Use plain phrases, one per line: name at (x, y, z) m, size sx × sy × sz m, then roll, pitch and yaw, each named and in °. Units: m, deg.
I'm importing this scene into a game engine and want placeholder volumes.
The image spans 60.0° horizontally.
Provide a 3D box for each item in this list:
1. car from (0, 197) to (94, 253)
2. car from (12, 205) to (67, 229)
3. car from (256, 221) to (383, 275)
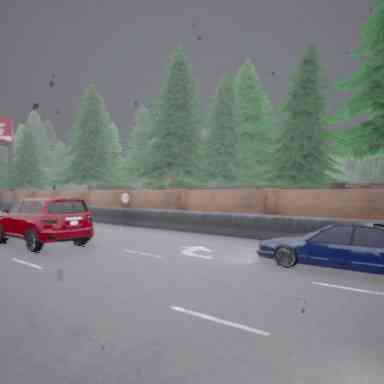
car at (-6.359, 1.231, 14.077) m, size 5.566 × 2.045 × 2.150 m, roll 0°, pitch 0°, yaw 42°
car at (-10.594, 1.616, 22.920) m, size 4.718 × 1.301 × 1.895 m, roll 0°, pitch 0°, yaw 44°
car at (4.595, 1.562, 9.460) m, size 5.357 × 1.411 × 2.033 m, roll 0°, pitch 0°, yaw 38°
